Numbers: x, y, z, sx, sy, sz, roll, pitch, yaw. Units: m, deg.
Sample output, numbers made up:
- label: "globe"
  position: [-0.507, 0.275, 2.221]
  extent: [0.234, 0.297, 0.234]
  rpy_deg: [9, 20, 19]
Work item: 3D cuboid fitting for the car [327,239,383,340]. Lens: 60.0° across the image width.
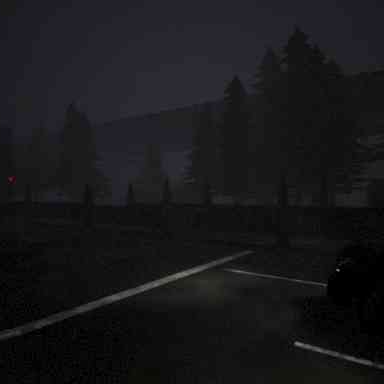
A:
- label: "car"
  position: [4.950, 1.221, 4.710]
  extent: [5.566, 2.045, 2.150]
  rpy_deg: [0, 0, 38]
